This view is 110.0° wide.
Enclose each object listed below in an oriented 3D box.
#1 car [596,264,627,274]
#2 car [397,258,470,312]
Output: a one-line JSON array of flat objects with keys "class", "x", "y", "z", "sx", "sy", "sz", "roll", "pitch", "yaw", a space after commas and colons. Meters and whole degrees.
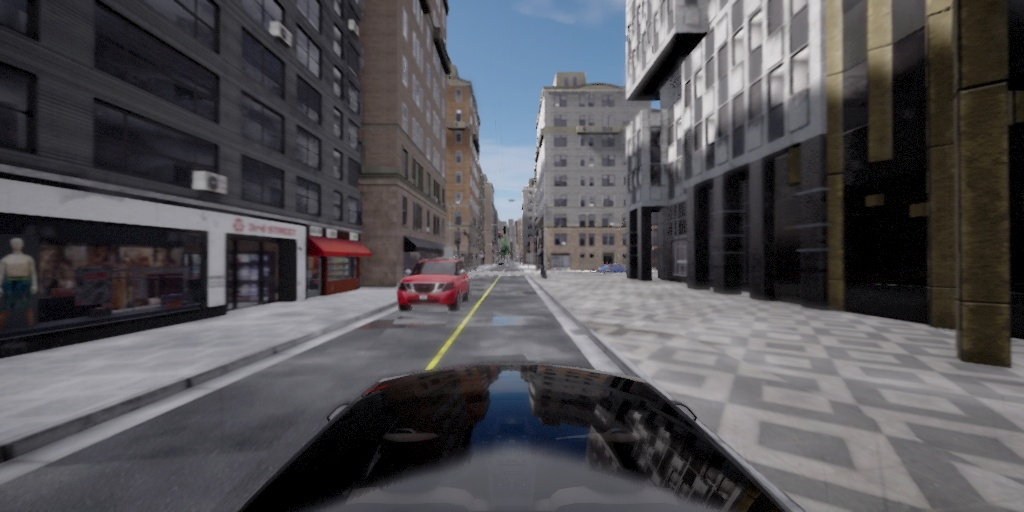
[{"class": "car", "x": 14.521, "y": 1.786, "z": 50.116, "sx": 5.357, "sy": 1.411, "sz": 2.033, "roll": 0, "pitch": 0, "yaw": 0}, {"class": "car", "x": -3.100, "y": 1.115, "z": 15.314, "sx": 2.150, "sy": 2.045, "sz": 5.566, "roll": 0, "pitch": -1, "yaw": 0}]
